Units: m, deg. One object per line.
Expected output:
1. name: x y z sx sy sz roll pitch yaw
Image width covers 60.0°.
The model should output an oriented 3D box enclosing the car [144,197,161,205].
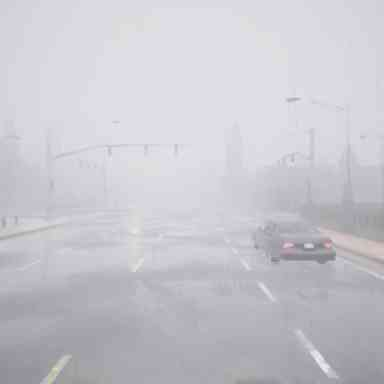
1. car: -9.417 2.386 78.979 1.837 1.490 4.892 0 -1 -19

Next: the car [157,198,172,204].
1. car: -7.549 2.492 90.475 1.882 1.535 5.008 0 -1 -35

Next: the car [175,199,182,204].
1. car: -4.651 2.631 92.422 1.895 1.301 4.718 0 -1 -35

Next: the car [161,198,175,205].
1. car: -6.520 2.505 81.167 1.895 1.301 4.718 0 -1 -22

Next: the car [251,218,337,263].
1. car: 3.514 1.689 12.480 2.033 1.411 5.357 0 -1 0
